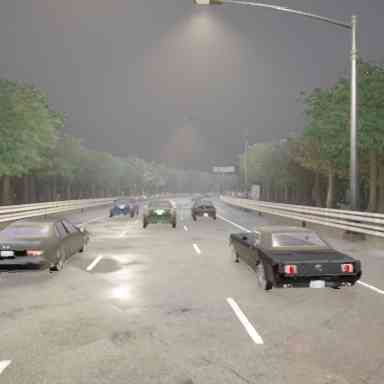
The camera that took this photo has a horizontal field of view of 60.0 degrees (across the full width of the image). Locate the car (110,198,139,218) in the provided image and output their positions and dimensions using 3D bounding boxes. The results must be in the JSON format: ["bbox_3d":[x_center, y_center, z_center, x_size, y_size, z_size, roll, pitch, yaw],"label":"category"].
[{"bbox_3d":[-6.072,1.336,30.399,2.097,1.767,4.553,0,0,-3],"label":"car"}]

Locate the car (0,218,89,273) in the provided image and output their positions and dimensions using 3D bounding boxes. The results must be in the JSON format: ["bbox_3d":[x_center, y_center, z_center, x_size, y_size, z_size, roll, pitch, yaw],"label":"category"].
[{"bbox_3d":[-4.722,1.544,10.592,2.033,1.411,5.357,0,0,-5],"label":"car"}]

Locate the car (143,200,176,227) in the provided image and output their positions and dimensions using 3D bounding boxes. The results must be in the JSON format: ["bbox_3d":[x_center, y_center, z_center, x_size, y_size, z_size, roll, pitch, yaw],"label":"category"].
[{"bbox_3d":[-2.149,1.343,22.704,2.097,1.767,4.553,0,0,-4],"label":"car"}]

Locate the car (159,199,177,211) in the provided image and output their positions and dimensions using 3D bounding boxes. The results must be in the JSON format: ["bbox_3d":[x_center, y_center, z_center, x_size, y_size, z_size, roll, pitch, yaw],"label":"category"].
[{"bbox_3d":[-2.916,1.575,40.862,1.895,1.301,4.718,0,0,-1],"label":"car"}]

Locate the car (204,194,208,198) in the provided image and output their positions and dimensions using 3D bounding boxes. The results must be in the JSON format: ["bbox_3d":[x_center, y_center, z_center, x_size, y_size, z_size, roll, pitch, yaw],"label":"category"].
[{"bbox_3d":[2.310,1.467,87.881,1.994,1.385,4.181,0,0,6],"label":"car"}]

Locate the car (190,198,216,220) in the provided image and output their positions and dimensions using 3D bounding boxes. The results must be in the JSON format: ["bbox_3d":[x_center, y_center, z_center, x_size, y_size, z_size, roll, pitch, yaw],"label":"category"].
[{"bbox_3d":[0.921,1.492,28.160,1.837,1.490,4.892,0,0,-3],"label":"car"}]

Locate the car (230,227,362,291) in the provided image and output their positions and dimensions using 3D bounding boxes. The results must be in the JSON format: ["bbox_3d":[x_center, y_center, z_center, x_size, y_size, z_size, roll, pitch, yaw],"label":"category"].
[{"bbox_3d":[2.351,1.598,9.011,1.895,1.301,4.718,0,0,-6],"label":"car"}]

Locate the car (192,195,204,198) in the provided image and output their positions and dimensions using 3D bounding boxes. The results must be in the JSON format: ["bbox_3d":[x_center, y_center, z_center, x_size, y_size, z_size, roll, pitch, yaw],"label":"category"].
[{"bbox_3d":[0.975,1.449,70.296,2.128,1.511,4.902,0,0,3],"label":"car"}]
